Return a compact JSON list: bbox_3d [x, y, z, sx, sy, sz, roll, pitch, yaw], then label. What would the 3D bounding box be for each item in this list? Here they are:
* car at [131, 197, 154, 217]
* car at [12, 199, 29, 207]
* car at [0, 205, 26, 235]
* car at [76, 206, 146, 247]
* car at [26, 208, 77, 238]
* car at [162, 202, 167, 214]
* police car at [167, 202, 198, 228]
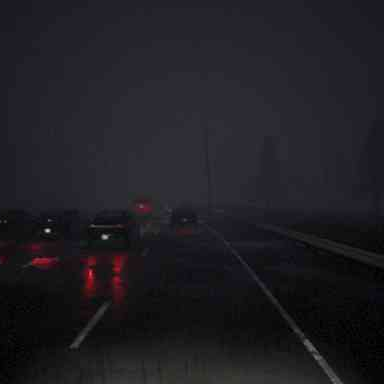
[{"bbox_3d":[-5.249,1.550,35.045,2.150,2.045,5.566,0,-1,-7],"label":"car"},{"bbox_3d":[-33.261,2.132,64.764,2.128,1.511,4.902,0,-1,-18],"label":"car"},{"bbox_3d":[-10.841,1.713,19.887,1.812,1.442,4.674,0,-1,-3],"label":"car"},{"bbox_3d":[-3.642,1.642,15.953,2.128,1.511,4.902,0,-1,-2],"label":"car"},{"bbox_3d":[-7.282,1.683,18.923,1.837,1.490,4.892,0,-1,-3],"label":"car"},{"bbox_3d":[-2.640,1.912,41.320,1.812,1.442,4.674,0,-1,-9],"label":"car"},{"bbox_3d":[-0.659,1.655,24.584,1.930,1.638,5.238,0,0,-4],"label":"police car"}]
